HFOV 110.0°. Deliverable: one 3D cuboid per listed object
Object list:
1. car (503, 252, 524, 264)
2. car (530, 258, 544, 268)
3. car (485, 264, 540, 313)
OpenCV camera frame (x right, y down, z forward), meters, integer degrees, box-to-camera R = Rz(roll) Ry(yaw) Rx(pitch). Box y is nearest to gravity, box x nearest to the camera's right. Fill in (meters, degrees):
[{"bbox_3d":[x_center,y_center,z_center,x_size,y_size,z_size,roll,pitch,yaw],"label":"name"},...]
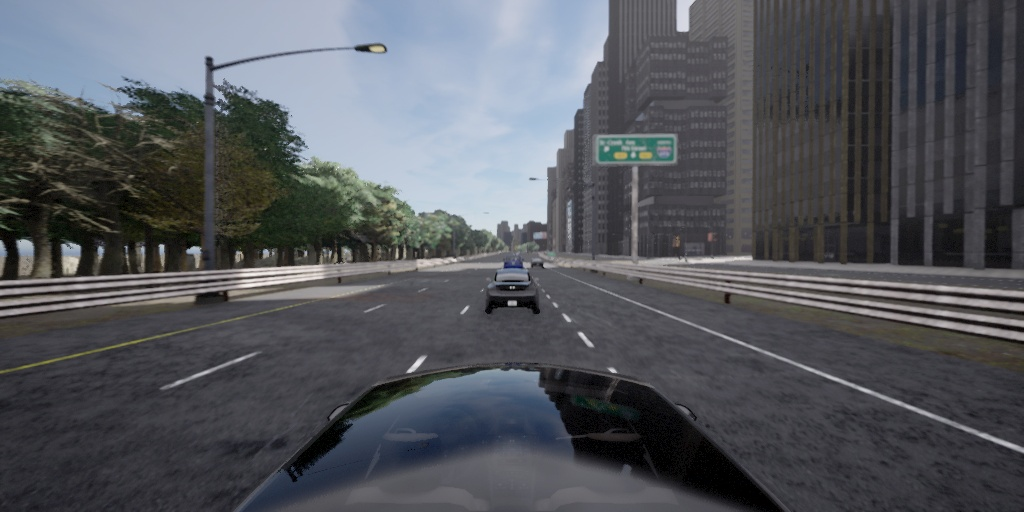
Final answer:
[{"bbox_3d":[0.167,0.907,41.265,2.150,2.045,5.566,0,0,0],"label":"car"},{"bbox_3d":[3.879,1.080,55.390,1.882,1.535,5.008,0,1,1],"label":"car"},{"bbox_3d":[0.017,1.254,13.954,1.837,1.490,4.892,0,1,0],"label":"car"}]
